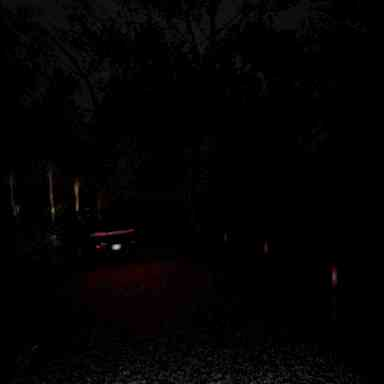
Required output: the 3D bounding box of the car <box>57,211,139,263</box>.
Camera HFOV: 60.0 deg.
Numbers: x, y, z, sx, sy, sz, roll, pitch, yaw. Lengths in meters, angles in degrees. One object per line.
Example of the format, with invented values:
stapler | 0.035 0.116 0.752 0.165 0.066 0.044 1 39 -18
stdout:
car | -3.539 1.434 12.074 2.128 1.511 4.902 -3 2 -32
